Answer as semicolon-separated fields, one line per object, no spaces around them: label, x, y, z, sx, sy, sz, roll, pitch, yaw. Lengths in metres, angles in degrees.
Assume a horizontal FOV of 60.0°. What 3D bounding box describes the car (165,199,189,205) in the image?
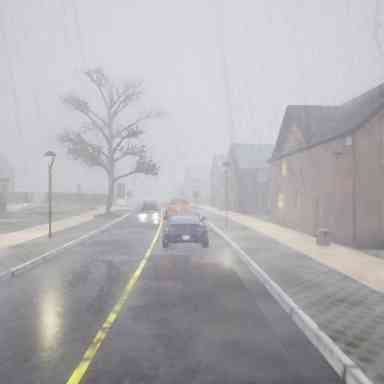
car;-1.281;1.372;29.731;2.097;1.767;4.553;0;0;-5

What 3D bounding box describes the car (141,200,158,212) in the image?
car;-5.011;1.658;39.424;1.895;1.301;4.718;0;0;-7

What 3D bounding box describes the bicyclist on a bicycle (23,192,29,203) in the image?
bicyclist on a bicycle;-24.958;0.863;50.118;0.582;1.620;1.656;1;0;3

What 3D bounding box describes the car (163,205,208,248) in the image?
car;-0.321;1.535;14.733;1.812;1.442;4.674;0;0;-2
